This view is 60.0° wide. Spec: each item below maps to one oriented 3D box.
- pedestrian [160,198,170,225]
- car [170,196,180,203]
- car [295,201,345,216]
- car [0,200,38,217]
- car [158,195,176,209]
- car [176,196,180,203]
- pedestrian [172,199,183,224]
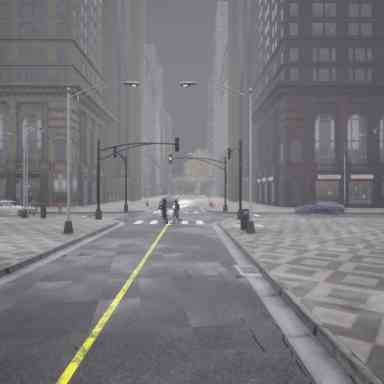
[{"bbox_3d":[-1.805,1.293,22.448,0.375,1.860,0.375,0,0,0],"label":"pedestrian"},{"bbox_3d":[-3.531,1.543,70.085,1.812,1.442,4.674,0,0,0],"label":"car"},{"bbox_3d":[12.435,1.567,32.463,4.674,1.442,1.812,0,0,0],"label":"car"},{"bbox_3d":[-15.931,1.471,29.058,4.674,1.442,1.812,0,0,0],"label":"car"},{"bbox_3d":[-3.458,1.546,44.496,2.033,1.411,5.357,0,0,-4],"label":"car"},{"bbox_3d":[-3.512,1.355,56.379,2.097,1.767,4.553,0,0,0],"label":"car"},{"bbox_3d":[-1.003,1.293,23.055,0.375,1.860,0.375,0,0,0],"label":"pedestrian"}]
